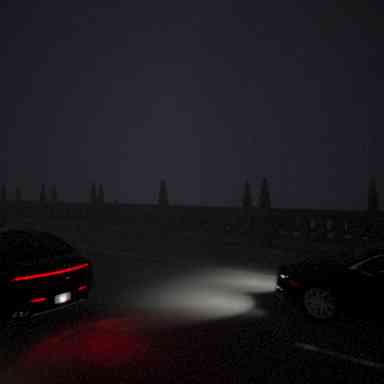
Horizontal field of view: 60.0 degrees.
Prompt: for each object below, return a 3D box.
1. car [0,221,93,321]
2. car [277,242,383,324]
[{"bbox_3d":[-4.111,1.508,6.925,4.892,1.490,1.837,0,0,36],"label":"car"},{"bbox_3d":[3.878,1.505,5.525,4.892,1.490,1.837,0,0,35],"label":"car"}]
